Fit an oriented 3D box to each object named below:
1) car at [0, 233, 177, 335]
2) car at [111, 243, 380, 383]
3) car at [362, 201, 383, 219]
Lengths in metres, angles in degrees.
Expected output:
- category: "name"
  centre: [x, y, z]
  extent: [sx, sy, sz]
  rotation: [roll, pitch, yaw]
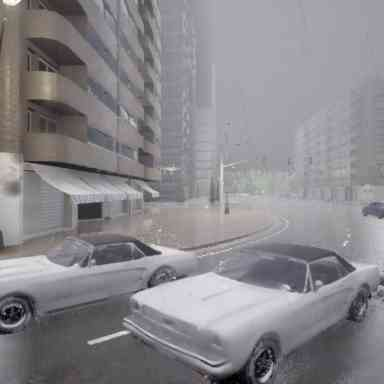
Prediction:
- category: "car"
  centre: [-2.231, 1.601, 6.901]
  extent: [4.718, 1.301, 1.895]
  rotation: [0, 0, -41]
- category: "car"
  centre: [1.307, 1.601, 5.423]
  extent: [4.718, 1.301, 1.895]
  rotation: [0, 0, -44]
- category: "car"
  centre: [16.850, 1.526, 29.439]
  extent: [1.812, 1.442, 4.674]
  rotation: [0, 0, 3]
